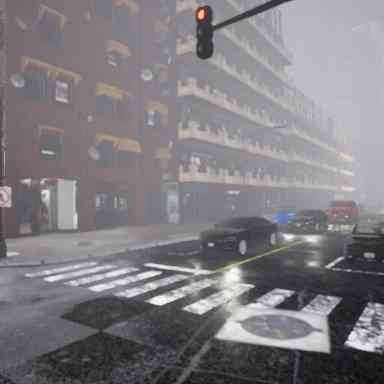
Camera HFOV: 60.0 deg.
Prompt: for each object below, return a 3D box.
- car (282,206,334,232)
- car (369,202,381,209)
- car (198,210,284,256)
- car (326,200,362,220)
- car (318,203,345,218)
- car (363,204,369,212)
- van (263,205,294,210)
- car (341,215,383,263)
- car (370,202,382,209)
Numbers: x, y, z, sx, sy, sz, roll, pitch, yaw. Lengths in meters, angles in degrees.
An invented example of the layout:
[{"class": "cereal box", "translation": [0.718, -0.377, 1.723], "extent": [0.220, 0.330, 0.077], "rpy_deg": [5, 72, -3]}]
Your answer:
[{"class": "car", "translation": [8.236, 1.944, 23.355], "extent": [1.837, 1.490, 4.892], "rpy_deg": [-2, -2, 35]}, {"class": "car", "translation": [35.799, 2.674, 66.006], "extent": [1.752, 1.417, 4.829], "rpy_deg": [-2, -2, 36]}, {"class": "car", "translation": [2.178, 1.794, 14.914], "extent": [1.882, 1.535, 5.008], "rpy_deg": [-2, -2, 36]}, {"class": "car", "translation": [14.332, 1.788, 31.859], "extent": [2.150, 2.045, 5.566], "rpy_deg": [-2, -2, 36]}, {"class": "car", "translation": [16.415, 2.171, 38.990], "extent": [1.967, 1.590, 4.097], "rpy_deg": [-2, -2, 36]}, {"class": "car", "translation": [26.158, 2.504, 52.564], "extent": [1.947, 1.339, 4.313], "rpy_deg": [-2, -2, 36]}, {"class": "van", "translation": [6.673, 1.867, 25.414], "extent": [1.690, 1.788, 3.998], "rpy_deg": [-2, -2, 36]}, {"class": "car", "translation": [6.586, 1.696, 11.769], "extent": [2.008, 1.369, 4.403], "rpy_deg": [-2, -2, 36]}, {"class": "car", "translation": [39.147, 2.806, 70.668], "extent": [1.802, 1.307, 4.206], "rpy_deg": [-2, -2, 36]}]
